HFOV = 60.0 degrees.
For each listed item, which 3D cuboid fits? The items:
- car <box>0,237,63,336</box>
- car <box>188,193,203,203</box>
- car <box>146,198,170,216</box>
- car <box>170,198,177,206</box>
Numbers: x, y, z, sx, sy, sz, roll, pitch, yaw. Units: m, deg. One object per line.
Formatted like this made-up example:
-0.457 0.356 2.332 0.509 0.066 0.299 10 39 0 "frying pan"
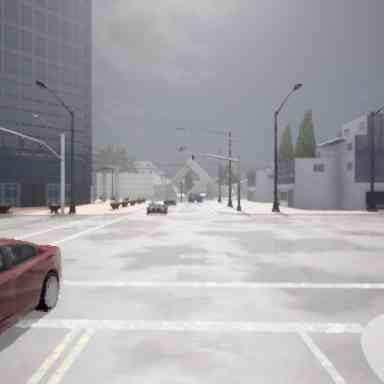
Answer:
-3.606 1.478 4.893 1.882 1.535 5.008 0 0 0 "car"
0.708 1.173 67.382 2.150 2.045 5.566 0 0 12 "car"
-3.452 1.550 33.073 1.994 1.385 4.181 0 0 -3 "car"
-3.559 1.562 54.108 1.895 1.301 4.718 0 0 0 "car"
